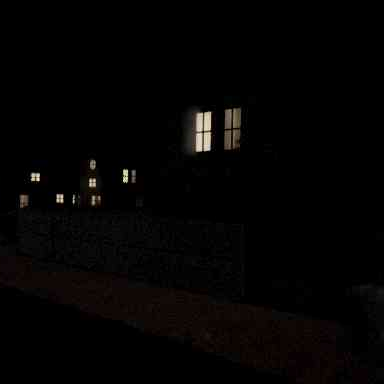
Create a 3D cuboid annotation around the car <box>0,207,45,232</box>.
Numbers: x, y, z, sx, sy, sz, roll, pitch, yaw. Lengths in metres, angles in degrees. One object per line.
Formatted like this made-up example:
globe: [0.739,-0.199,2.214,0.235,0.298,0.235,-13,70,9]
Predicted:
car: [-11.244,1.770,22.373,1.812,1.442,4.674,2,0,36]
